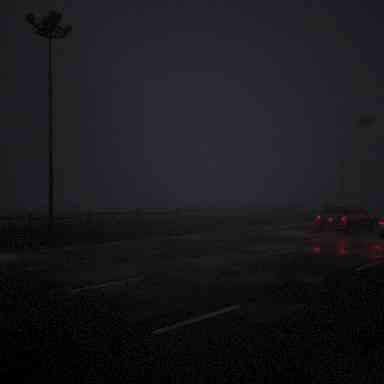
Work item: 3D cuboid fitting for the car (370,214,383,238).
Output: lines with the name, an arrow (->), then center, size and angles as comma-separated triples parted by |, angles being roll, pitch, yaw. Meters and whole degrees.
car -> 11.608, 1.696, 17.704 | 4.674, 1.442, 1.812 | 0, -1, -38

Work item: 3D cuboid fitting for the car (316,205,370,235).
car -> 9.699, 1.603, 20.657 | 4.553, 1.767, 2.097 | 0, -1, -38
